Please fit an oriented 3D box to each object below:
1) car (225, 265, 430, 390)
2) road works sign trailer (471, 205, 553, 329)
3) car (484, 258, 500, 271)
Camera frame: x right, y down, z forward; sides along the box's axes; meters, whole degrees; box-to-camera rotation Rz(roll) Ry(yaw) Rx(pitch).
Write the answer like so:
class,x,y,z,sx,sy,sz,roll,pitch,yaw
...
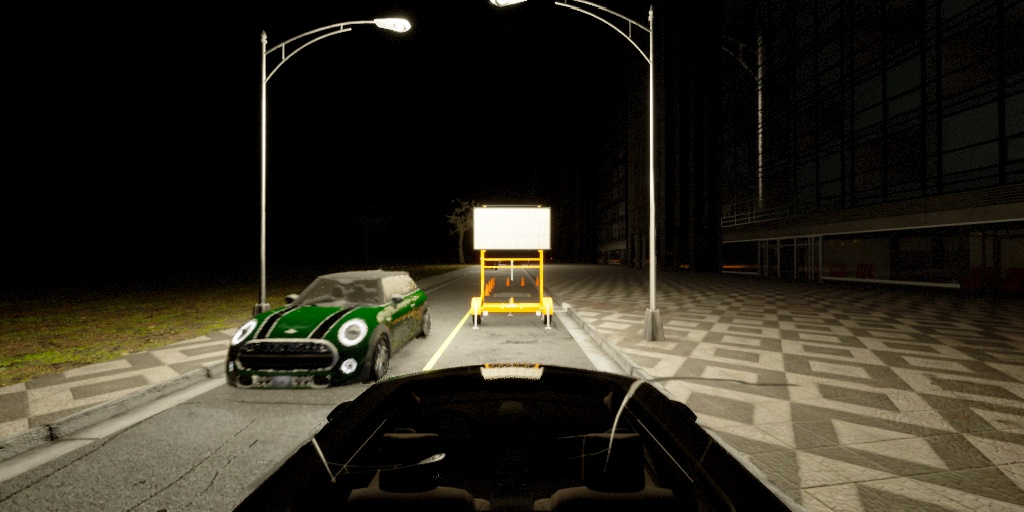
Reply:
class,x,y,z,sx,sy,sz,roll,pitch,yaw
car,-3.099,1.103,7.082,2.097,1.767,4.553,0,0,0
road works sign trailer,0.001,0.216,11.229,2.380,3.560,2.880,0,0,0
car,-3.090,1.118,49.081,2.097,1.767,4.553,0,0,0
